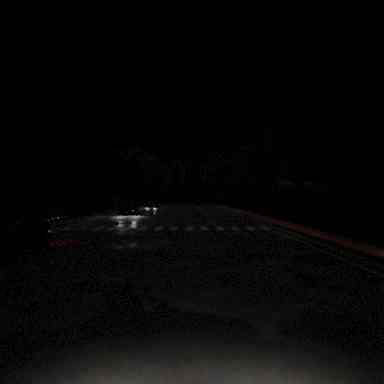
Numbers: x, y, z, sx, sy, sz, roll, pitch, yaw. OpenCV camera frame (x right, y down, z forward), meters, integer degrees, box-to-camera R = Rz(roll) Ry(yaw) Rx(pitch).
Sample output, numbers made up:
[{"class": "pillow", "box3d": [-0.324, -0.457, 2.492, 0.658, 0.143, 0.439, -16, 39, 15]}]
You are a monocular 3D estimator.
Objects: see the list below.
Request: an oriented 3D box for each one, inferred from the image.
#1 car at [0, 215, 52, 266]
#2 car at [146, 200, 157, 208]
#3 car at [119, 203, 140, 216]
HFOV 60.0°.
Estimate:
[{"class": "car", "box3d": [-6.915, 1.658, 12.331, 2.128, 1.511, 4.902, 0, -1, 0]}, {"class": "car", "box3d": [-7.835, 2.316, 64.756, 1.812, 1.442, 4.674, 0, -1, -1]}, {"class": "car", "box3d": [-7.296, 2.030, 39.104, 1.837, 1.490, 4.892, 0, 0, -1]}]
